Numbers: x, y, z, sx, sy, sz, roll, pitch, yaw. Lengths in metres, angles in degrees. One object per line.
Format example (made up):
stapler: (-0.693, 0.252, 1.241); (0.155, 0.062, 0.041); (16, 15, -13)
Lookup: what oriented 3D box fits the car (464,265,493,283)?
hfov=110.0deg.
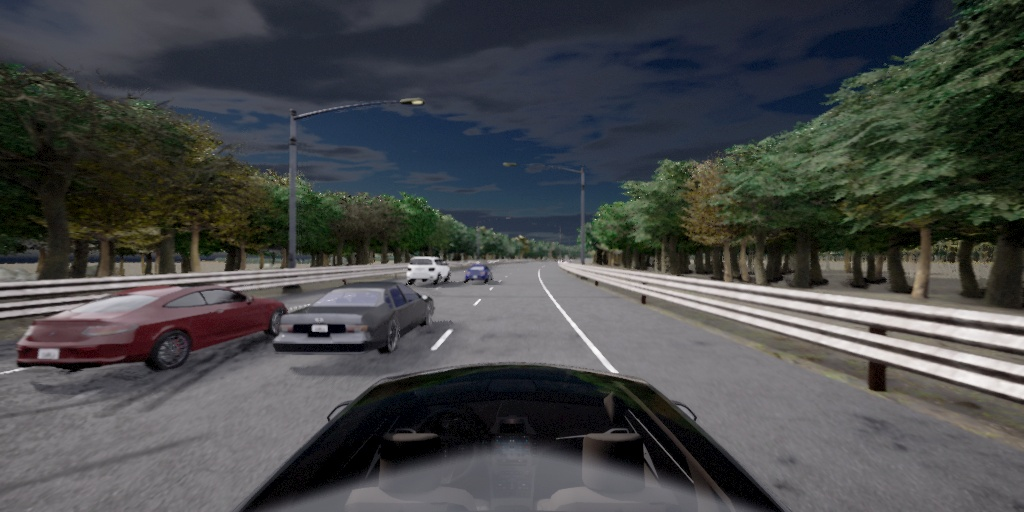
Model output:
car: (-2.708, 1.429, 29.535); (1.812, 1.442, 4.674); (0, 0, 3)

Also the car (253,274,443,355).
car: (-3.339, 1.335, 8.799); (2.033, 1.411, 5.357); (0, 0, 1)

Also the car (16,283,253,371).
car: (-6.852, 1.303, 7.621); (1.812, 1.442, 4.674); (0, 0, 1)

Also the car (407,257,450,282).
car: (-6.301, 1.111, 27.590); (2.150, 2.045, 5.566); (0, 0, 2)
